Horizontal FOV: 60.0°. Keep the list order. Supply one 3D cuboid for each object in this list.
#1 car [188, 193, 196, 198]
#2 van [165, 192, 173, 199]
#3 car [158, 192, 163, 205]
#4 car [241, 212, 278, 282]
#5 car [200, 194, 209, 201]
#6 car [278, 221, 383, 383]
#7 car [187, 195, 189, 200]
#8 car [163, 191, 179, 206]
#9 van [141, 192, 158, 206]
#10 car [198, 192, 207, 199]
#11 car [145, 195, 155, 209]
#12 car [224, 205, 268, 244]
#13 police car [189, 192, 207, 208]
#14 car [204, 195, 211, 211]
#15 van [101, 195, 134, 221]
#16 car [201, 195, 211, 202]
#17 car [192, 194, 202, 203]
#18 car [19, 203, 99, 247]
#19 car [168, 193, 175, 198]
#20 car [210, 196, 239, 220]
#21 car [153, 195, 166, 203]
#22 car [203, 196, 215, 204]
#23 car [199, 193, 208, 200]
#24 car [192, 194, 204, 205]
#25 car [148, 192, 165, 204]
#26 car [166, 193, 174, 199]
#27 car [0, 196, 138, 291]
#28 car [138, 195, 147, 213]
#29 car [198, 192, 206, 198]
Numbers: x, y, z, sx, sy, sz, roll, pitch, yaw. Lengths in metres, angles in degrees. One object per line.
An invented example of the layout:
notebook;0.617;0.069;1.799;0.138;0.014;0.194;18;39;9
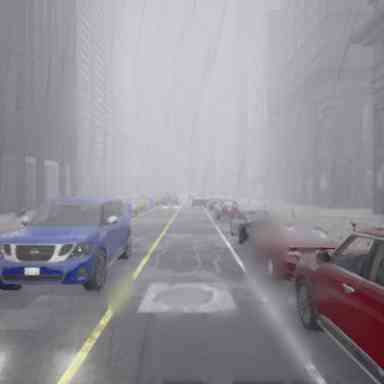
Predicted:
car;-0.035;0.918;92.209;1.994;1.385;4.181;0;0;0
van;-5.798;0.883;82.661;1.690;1.788;3.998;0;0;0
car;-5.785;1.160;48.841;1.967;1.590;4.097;0;0;0
car;2.756;1.489;9.399;1.887;1.381;4.507;0;0;0
car;2.732;1.181;71.398;1.802;1.307;4.206;0;0;0
car;2.758;1.292;3.761;2.192;1.841;5.009;0;0;0
car;-0.029;1.062;76.298;1.837;1.490;4.892;0;0;0
car;-3.103;0.938;49.527;2.150;2.045;5.566;0;0;0
van;-5.783;1.091;43.204;1.690;1.788;3.998;0;0;0
car;2.724;0.830;88.303;2.192;1.841;5.009;0;0;0
car;-5.780;1.332;37.569;2.008;1.369;4.403;0;0;0
car;2.754;1.477;15.035;1.947;1.339;4.313;0;0;0
police car;0.883;1.175;43.295;1.930;1.638;5.238;0;0;0
car;2.745;1.347;37.579;1.947;1.339;4.313;0;0;0
van;-5.776;1.186;26.295;1.690;1.788;3.998;0;0;0
car;2.734;1.210;65.761;1.802;1.307;4.206;0;0;0
car;0.877;1.189;59.186;1.812;1.442;4.674;0;0;0
car;-5.771;1.351;15.023;1.967;1.590;4.097;0;0;0
car;-5.802;1.071;93.935;1.802;1.307;4.206;0;0;0
car;2.749;1.285;26.306;1.967;1.590;4.097;0;0;0
car;-5.788;1.224;60.116;1.947;1.339;4.313;0;0;0
car;2.739;1.271;54.488;1.802;1.307;4.206;0;0;0
car;2.729;1.010;77.033;1.967;1.590;4.097;0;0;0
car;0.880;1.174;53.185;1.882;1.535;5.008;0;0;0
car;-5.787;1.004;54.478;2.192;1.841;5.009;0;0;0
car;-5.800;1.041;88.128;1.752;1.417;4.829;0;0;0
car;-3.103;1.167;9.209;2.150;2.045;5.566;0;0;0
car;-5.777;1.339;31.763;1.752;1.417;4.829;0;0;0
car;2.722;0.804;93.940;2.192;1.841;5.009;0;0;0
